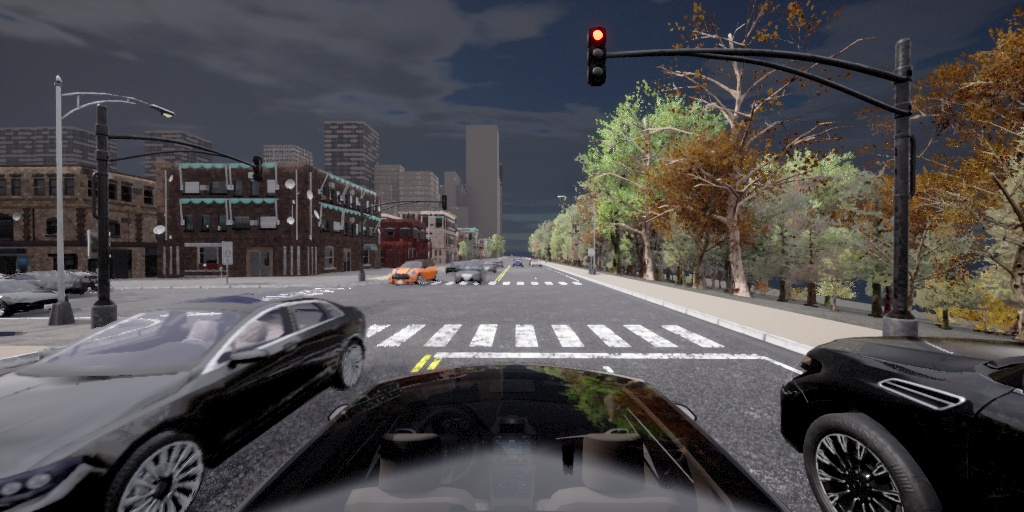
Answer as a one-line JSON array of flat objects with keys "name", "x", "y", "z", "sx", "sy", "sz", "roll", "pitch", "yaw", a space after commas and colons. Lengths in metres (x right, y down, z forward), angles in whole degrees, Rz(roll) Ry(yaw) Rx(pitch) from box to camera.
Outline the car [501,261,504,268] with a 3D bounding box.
[{"name": "car", "x": -2.398, "y": 1.294, "z": 58.503, "sx": 1.994, "sy": 1.385, "sz": 4.181, "roll": 0, "pitch": 0, "yaw": 2}]

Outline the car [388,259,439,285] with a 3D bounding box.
[{"name": "car", "x": -6.930, "y": 1.095, "z": 25.685, "sx": 2.097, "sy": 1.767, "sz": 4.553, "roll": 0, "pitch": 0, "yaw": 10}]

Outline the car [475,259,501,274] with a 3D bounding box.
[{"name": "car", "x": -2.713, "y": 1.229, "z": 41.016, "sx": 2.128, "sy": 1.511, "sz": 4.902, "roll": 0, "pitch": 0, "yaw": 1}]

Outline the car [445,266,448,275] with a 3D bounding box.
[{"name": "car", "x": -5.998, "y": 1.338, "z": 39.036, "sx": 1.895, "sy": 1.301, "sz": 4.718, "roll": 0, "pitch": 0, "yaw": 1}]

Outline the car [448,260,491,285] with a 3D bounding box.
[{"name": "car", "x": -2.959, "y": 1.235, "z": 26.215, "sx": 2.128, "sy": 1.511, "sz": 4.902, "roll": 0, "pitch": 0, "yaw": 1}]

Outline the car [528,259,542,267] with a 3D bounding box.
[{"name": "car", "x": 4.370, "y": 1.327, "z": 64.102, "sx": 1.895, "sy": 1.301, "sz": 4.718, "roll": 0, "pitch": 0, "yaw": 1}]

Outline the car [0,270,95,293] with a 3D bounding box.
[{"name": "car", "x": -26.301, "y": 1.580, "z": 19.697, "sx": 4.181, "sy": 1.385, "sz": 1.994, "roll": -1, "pitch": 1, "yaw": 1}]

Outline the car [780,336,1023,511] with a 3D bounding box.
[{"name": "car", "x": 3.322, "y": 0.972, "z": 0.647, "sx": 2.150, "sy": 2.045, "sz": 5.566, "roll": 0, "pitch": 0, "yaw": 1}]

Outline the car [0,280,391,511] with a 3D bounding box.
[{"name": "car", "x": -3.326, "y": 1.241, "z": 4.024, "sx": 2.128, "sy": 1.511, "sz": 4.902, "roll": 0, "pitch": 0, "yaw": 1}]

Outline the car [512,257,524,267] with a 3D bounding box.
[{"name": "car", "x": 1.010, "y": 1.252, "z": 63.772, "sx": 1.812, "sy": 1.442, "sz": 4.674, "roll": 0, "pitch": 0, "yaw": 1}]

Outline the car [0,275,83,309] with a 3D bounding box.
[{"name": "car", "x": -19.765, "y": 1.565, "z": 13.688, "sx": 4.313, "sy": 1.339, "sz": 1.948, "roll": 0, "pitch": 0, "yaw": 1}]

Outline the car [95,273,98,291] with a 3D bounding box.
[{"name": "car", "x": -27.956, "y": 1.560, "z": 22.337, "sx": 4.403, "sy": 1.370, "sz": 2.007, "roll": 0, "pitch": 0, "yaw": 1}]
